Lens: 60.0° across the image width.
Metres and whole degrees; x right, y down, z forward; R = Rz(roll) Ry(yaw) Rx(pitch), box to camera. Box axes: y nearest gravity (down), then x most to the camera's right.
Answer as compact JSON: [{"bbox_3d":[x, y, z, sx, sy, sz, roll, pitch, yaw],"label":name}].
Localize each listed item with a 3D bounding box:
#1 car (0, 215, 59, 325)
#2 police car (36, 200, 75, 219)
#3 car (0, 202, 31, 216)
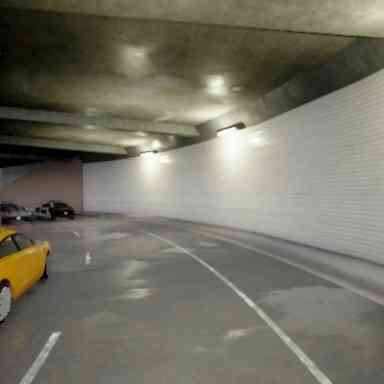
[{"bbox_3d":[-4.394,1.511,6.976,1.882,1.535,5.008,0,0,-10],"label":"car"},{"bbox_3d":[-11.938,1.509,28.779,1.930,1.638,5.238,-1,0,-42],"label":"police car"},{"bbox_3d":[-14.723,1.710,26.899,1.895,1.301,4.718,-1,0,-44],"label":"car"}]
